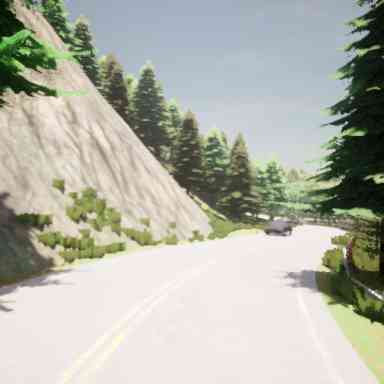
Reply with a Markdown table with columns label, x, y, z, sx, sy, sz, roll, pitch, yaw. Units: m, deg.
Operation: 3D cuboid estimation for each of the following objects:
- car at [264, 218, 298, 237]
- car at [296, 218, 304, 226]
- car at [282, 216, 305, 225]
| label | x | y | z | sx | sy | sz | roll | pitch | yaw |
| --- | --- | --- | --- | --- | --- | --- | --- | --- | --- |
| car | 8.454 | 3.504 | 32.172 | 2.033 | 1.411 | 5.357 | 2 | -3 | 27 |
| car | 22.212 | 6.496 | 71.379 | 1.837 | 1.490 | 4.892 | 1 | -4 | -3 |
| car | 23.889 | 6.674 | 78.361 | 2.150 | 2.045 | 5.566 | 1 | -4 | -22 |
